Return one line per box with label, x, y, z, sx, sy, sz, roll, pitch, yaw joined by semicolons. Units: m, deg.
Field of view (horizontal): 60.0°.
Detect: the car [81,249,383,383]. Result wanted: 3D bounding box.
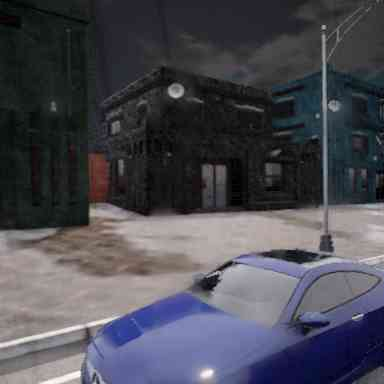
car;1.063;1.524;4.137;4.674;1.442;1.812;0;0;-35
